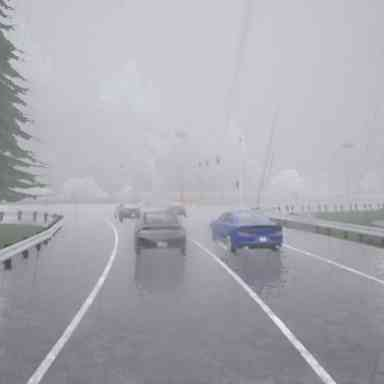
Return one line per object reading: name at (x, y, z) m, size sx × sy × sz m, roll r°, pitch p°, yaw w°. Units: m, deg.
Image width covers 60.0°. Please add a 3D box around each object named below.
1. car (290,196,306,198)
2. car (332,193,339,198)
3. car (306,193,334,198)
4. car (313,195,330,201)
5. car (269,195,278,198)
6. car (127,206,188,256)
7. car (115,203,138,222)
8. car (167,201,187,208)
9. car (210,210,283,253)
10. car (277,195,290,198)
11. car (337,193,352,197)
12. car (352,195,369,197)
car at (25.011, 1.571, 73.857) m, size 4.902 × 1.511 × 2.128 m, roll 0°, pitch 0°, yaw -21°
car at (36.330, 1.253, 84.402) m, size 5.566 × 2.045 × 2.150 m, roll 0°, pitch 0°, yaw -36°
car at (27.242, 1.558, 71.001) m, size 4.674 × 1.442 × 1.812 m, roll 0°, pitch 0°, yaw -24°
car at (33.872, 1.589, 86.923) m, size 4.181 × 1.385 × 1.994 m, roll 0°, pitch 0°, yaw -36°
car at (20.258, 1.548, 79.485) m, size 5.008 × 1.535 × 1.882 m, roll 0°, pitch 0°, yaw -21°
car at (-1.357, 1.519, 13.283) m, size 2.128 × 1.511 × 4.902 m, roll 0°, pitch 0°, yaw -9°
car at (-5.198, 1.593, 27.213) m, size 1.812 × 1.442 × 4.674 m, roll 0°, pitch 0°, yaw -20°
car at (-1.418, 1.589, 31.789) m, size 1.812 × 1.442 × 4.674 m, roll -1°, pitch 0°, yaw -1°
car at (2.063, 1.495, 13.954) m, size 1.882 × 1.535 × 5.008 m, roll 0°, pitch 0°, yaw -9°
car at (22.690, 1.582, 76.692) m, size 4.674 × 1.442 × 1.812 m, roll 0°, pitch 0°, yaw -21°
car at (38.641, 1.555, 81.768) m, size 5.357 × 1.411 × 2.033 m, roll 0°, pitch 0°, yaw -36°
car at (40.877, 1.528, 79.067) m, size 4.674 × 1.442 × 1.812 m, roll 0°, pitch 0°, yaw -36°
